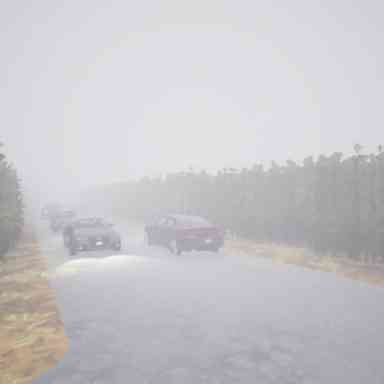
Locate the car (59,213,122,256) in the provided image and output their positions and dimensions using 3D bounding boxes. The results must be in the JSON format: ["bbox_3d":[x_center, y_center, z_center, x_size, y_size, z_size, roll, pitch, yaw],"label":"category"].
[{"bbox_3d":[-4.469,1.837,14.655,1.994,1.385,4.181,0,-1,-27],"label":"car"}]

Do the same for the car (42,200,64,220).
[{"bbox_3d":[-14.931,1.990,35.686,2.097,1.767,4.553,0,0,-26],"label":"car"}]

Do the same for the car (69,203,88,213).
[{"bbox_3d":[-13.969,2.154,40.968,1.837,1.490,4.892,0,0,-25],"label":"car"}]

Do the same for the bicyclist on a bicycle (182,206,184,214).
[{"bbox_3d":[-0.365,1.674,20.982,1.656,1.620,0.582,-1,0,-27],"label":"bicyclist on a bicycle"}]

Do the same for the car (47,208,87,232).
[{"bbox_3d":[-9.005,2.060,23.752,1.895,1.301,4.718,0,-1,-26],"label":"car"}]

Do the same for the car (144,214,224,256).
[{"bbox_3d":[-0.531,1.698,14.412,1.882,1.535,5.008,0,-1,-28],"label":"car"}]
